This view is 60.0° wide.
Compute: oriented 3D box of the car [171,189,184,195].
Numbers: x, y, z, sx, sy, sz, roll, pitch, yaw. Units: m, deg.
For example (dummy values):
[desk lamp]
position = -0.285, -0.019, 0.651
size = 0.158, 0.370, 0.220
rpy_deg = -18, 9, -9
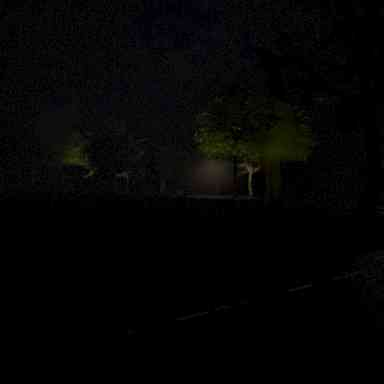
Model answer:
[car]
position = -4.032, -0.094, 93.197
size = 2.097, 1.767, 4.553
rpy_deg = 0, 2, -28
